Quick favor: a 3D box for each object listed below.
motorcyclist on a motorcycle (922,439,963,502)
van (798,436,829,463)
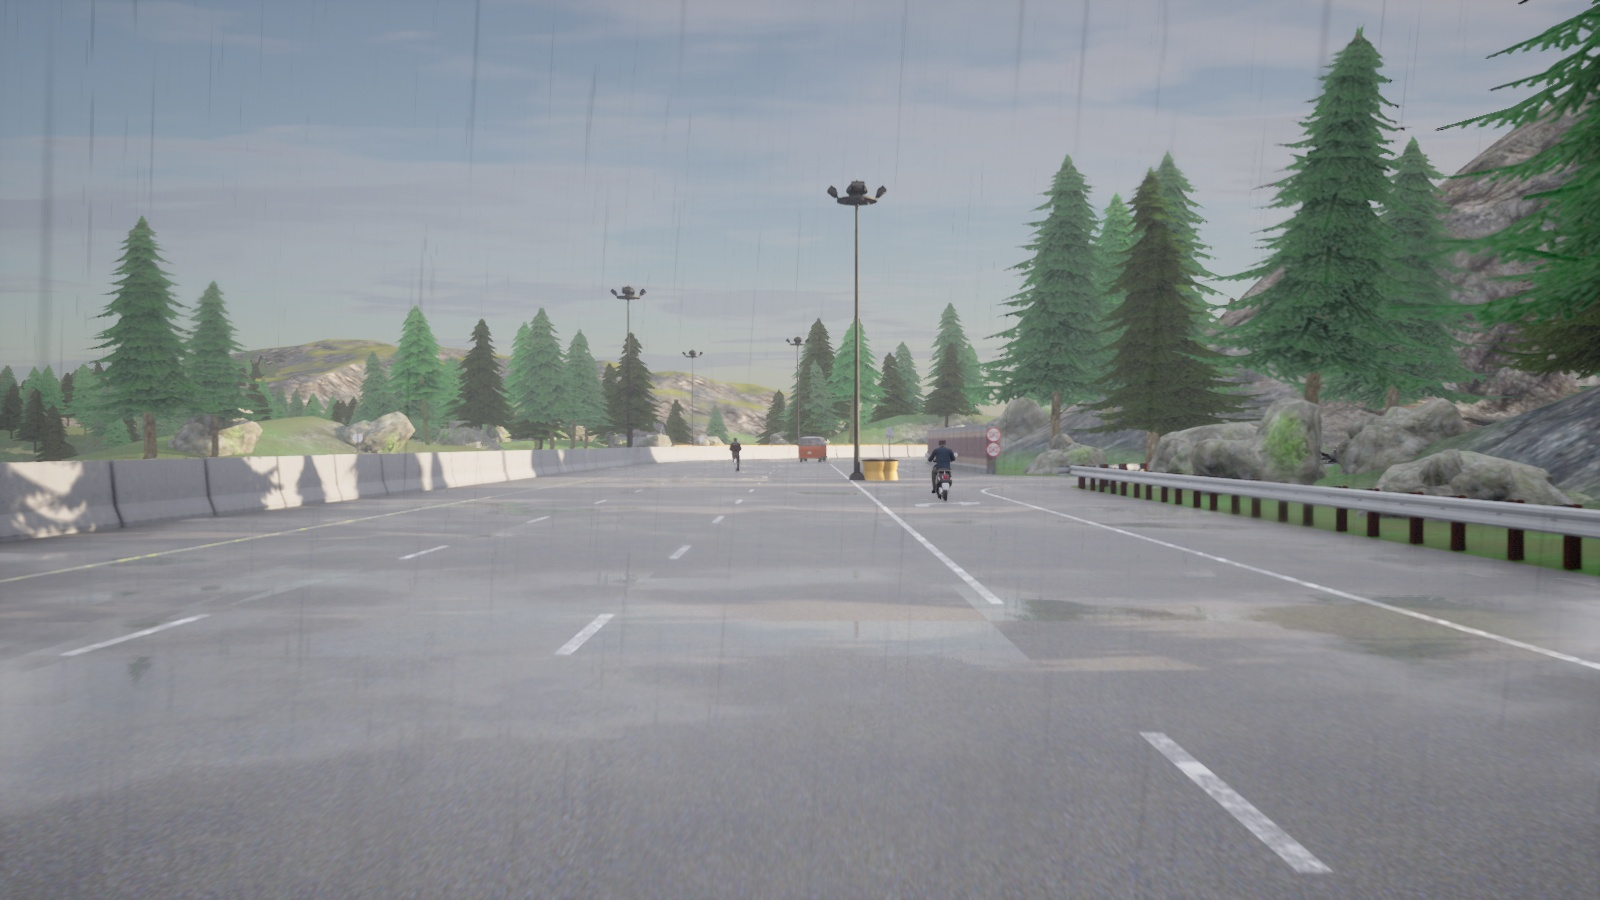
[{"bbox_3d":[3.702,0.518,32.729,0.866,1.590,1.817,0,0,0],"label":"motorcyclist on a motorcycle"},{"bbox_3d":[1.071,-0.047,96.967,1.775,1.987,4.442,0,0,9],"label":"van"}]
